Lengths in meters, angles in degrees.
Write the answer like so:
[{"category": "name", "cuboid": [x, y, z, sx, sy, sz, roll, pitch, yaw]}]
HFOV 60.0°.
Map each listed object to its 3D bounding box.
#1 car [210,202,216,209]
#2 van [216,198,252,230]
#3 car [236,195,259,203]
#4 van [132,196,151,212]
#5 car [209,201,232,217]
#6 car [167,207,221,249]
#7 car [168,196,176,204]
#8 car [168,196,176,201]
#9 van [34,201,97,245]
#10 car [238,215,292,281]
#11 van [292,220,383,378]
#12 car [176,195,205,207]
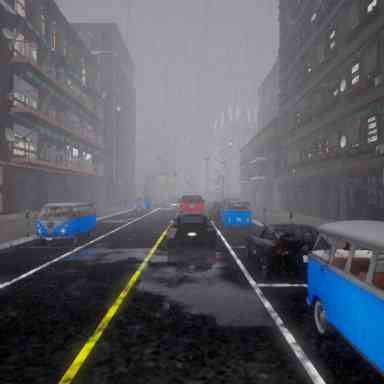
[{"category": "car", "cuboid": [2.695, 1.577, 26.658, 1.947, 1.339, 4.313, 0, 0, 0]}, {"category": "van", "cuboid": [2.696, 1.348, 20.996, 1.690, 1.788, 3.998, 0, 0, 0]}, {"category": "car", "cuboid": [13.466, 1.697, 80.709, 5.009, 1.841, 2.192, 1, -1, -1]}, {"category": "van", "cuboid": [-5.685, 1.364, 37.981, 1.690, 1.788, 3.998, 0, 0, 0]}, {"category": "car", "cuboid": [2.694, 1.583, 32.321, 1.947, 1.339, 4.313, 0, 0, 0]}, {"category": "car", "cuboid": [0.000, 1.576, 14.650, 1.994, 1.385, 4.181, 0, 0, 0]}, {"category": "car", "cuboid": [-3.000, 1.661, 64.652, 1.994, 1.385, 4.181, 0, 0, 0]}, {"category": "car", "cuboid": [-5.687, 1.694, 93.031, 1.947, 1.339, 4.313, 0, 0, 0]}, {"category": "van", "cuboid": [-5.684, 1.344, 15.333, 1.690, 1.788, 3.998, 0, 0, 0]}, {"category": "car", "cuboid": [2.695, 1.566, 9.671, 1.947, 1.339, 4.313, 0, 0, 0]}, {"category": "van", "cuboid": [2.696, 1.339, 4.010, 1.690, 1.788, 3.998, 0, 0, 0]}, {"category": "car", "cuboid": [0.000, 1.273, 29.681, 2.150, 2.045, 5.566, 0, 0, 0]}]
